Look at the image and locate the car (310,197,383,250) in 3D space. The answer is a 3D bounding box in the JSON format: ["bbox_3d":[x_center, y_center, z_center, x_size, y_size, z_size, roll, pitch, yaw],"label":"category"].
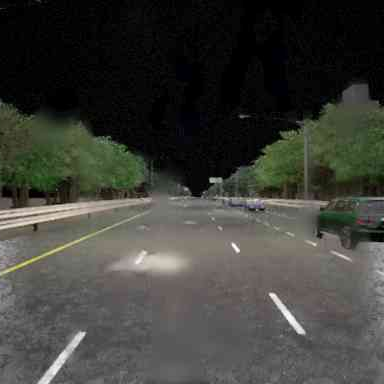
[{"bbox_3d":[7.013,1.224,14.406,2.150,2.045,5.566,0,0,0],"label":"car"}]

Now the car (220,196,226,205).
[{"bbox_3d":[7.268,1.944,70.127,2.128,1.511,4.902,0,-1,0],"label":"car"}]

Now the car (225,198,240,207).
[{"bbox_3d":[7.165,1.797,54.992,1.994,1.385,4.181,0,-1,0],"label":"car"}]

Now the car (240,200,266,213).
[{"bbox_3d":[7.080,1.684,38.326,1.895,1.301,4.718,0,0,0],"label":"car"}]
